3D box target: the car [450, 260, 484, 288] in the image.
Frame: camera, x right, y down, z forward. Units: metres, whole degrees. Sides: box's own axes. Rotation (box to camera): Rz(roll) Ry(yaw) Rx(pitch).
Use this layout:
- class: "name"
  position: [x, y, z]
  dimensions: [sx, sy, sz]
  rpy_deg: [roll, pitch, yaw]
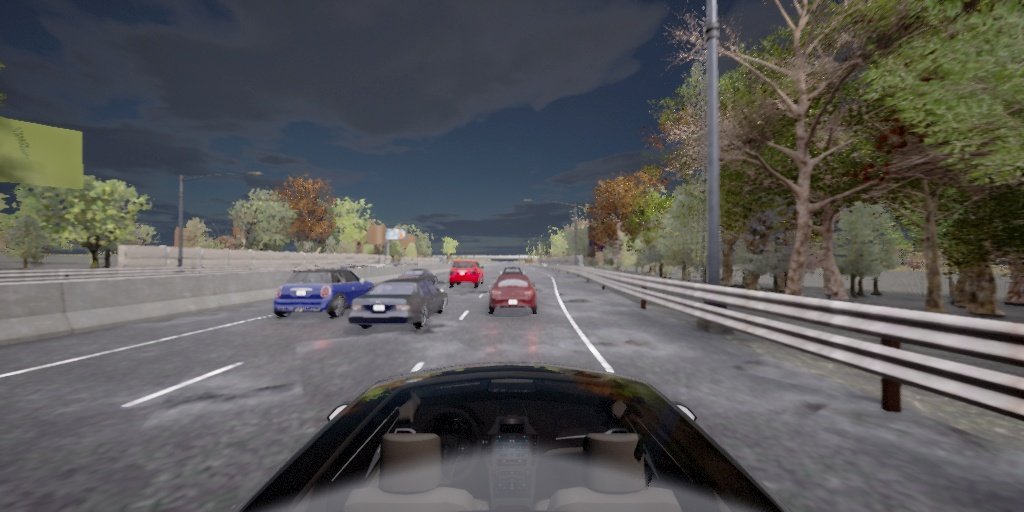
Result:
- class: "car"
  position: [-3.466, 1.347, 27.897]
  dimensions: [2.150, 2.045, 5.566]
  rpy_deg: [0, -1, 1]

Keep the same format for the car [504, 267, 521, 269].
- class: "car"
  position: [0.047, 1.647, 29.087]
  dimensions: [1.837, 1.490, 4.892]
  rpy_deg: [0, 0, 0]

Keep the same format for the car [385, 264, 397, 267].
- class: "car"
  position: [-21.022, 2.163, 61.780]
  dimensions: [1.812, 1.442, 4.674]
  rpy_deg: [0, -1, 1]

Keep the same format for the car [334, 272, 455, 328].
- class: "car"
  position: [-3.471, 1.441, 11.922]
  dimensions: [2.033, 1.411, 5.357]
  rpy_deg: [0, -1, 1]

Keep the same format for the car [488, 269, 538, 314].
- class: "car"
  position: [0.051, 1.459, 14.774]
  dimensions: [1.812, 1.442, 4.674]
  rpy_deg: [0, -1, 0]

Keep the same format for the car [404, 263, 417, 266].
- class: "car"
  position: [-17.530, 1.993, 62.027]
  dimensions: [2.097, 1.767, 4.553]
  rpy_deg: [0, -1, 1]

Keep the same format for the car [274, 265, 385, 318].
- class: "car"
  position: [-6.954, 1.274, 13.979]
  dimensions: [2.097, 1.767, 4.553]
  rpy_deg: [0, -1, 0]

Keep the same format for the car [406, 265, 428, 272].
- class: "car"
  position: [-6.973, 1.657, 26.918]
  dimensions: [2.033, 1.411, 5.357]
  rpy_deg: [0, -1, 1]
